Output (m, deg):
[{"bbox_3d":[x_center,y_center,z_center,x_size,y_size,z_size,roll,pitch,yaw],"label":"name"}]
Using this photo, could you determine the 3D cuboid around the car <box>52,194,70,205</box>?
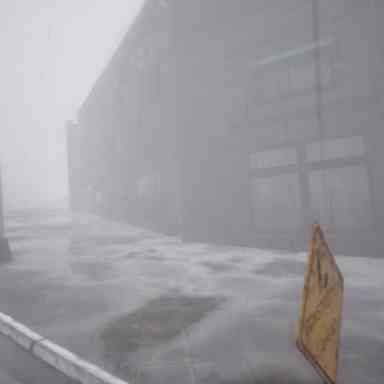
[{"bbox_3d":[-25.372,1.523,66.368,2.150,2.045,5.566,-5,-1,18],"label":"car"}]

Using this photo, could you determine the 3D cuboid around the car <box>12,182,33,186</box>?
[{"bbox_3d":[-43.702,-1.721,84.081,2.002,1.452,4.674,-6,-4,33],"label":"car"}]

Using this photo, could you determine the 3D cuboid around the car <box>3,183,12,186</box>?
[{"bbox_3d":[-46.712,-1.785,79.421,2.231,1.521,4.892,-6,-3,34],"label":"car"}]
